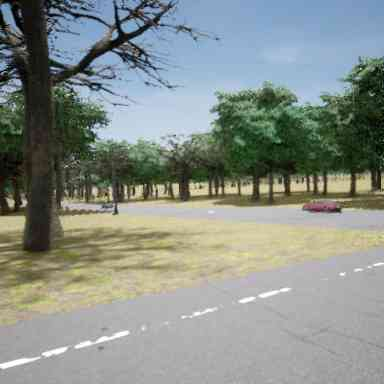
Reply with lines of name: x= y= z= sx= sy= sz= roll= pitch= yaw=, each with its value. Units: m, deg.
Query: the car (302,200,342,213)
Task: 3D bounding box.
car: x=14.571 y=1.605 z=37.475 sx=1.994 sy=1.385 sz=4.181 roll=-4 pitch=1 yaw=-36

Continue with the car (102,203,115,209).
car: x=-18.769 y=3.111 z=74.607 sx=1.994 sy=1.385 sz=4.181 roll=-4 pitch=1 yaw=-28
